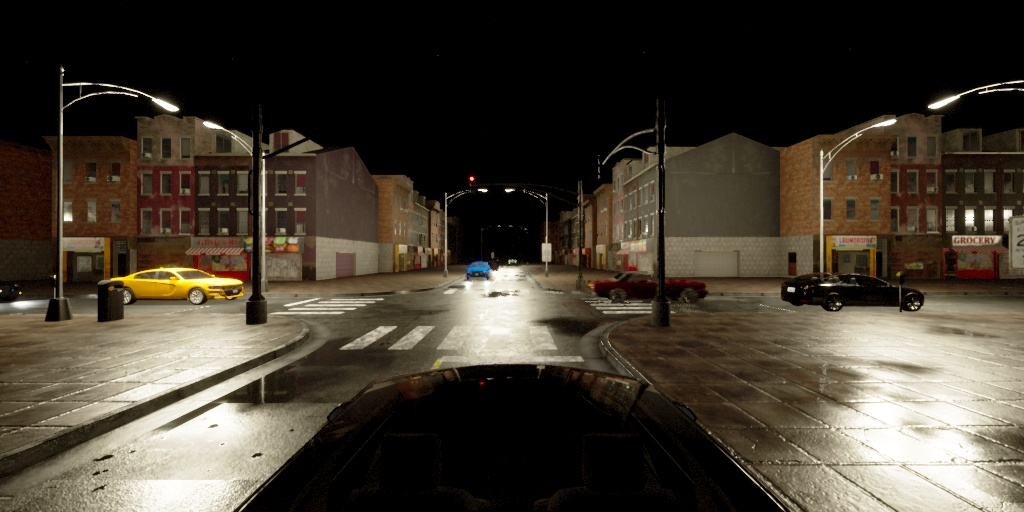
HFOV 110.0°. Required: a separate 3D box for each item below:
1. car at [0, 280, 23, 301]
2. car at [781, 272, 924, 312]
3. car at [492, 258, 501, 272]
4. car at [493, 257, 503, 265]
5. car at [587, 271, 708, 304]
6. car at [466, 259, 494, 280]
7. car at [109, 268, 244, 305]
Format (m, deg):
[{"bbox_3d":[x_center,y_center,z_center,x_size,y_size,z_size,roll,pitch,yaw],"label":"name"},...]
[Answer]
[{"bbox_3d":[-24.592,1.391,15.776,4.181,1.385,1.994,0,0,0],"label":"car"},{"bbox_3d":[12.358,1.267,13.195,4.313,1.339,1.948,0,0,0],"label":"car"},{"bbox_3d":[-2.825,1.340,46.941,1.994,1.385,4.181,0,0,0],"label":"car"},{"bbox_3d":[-2.728,0.909,62.434,1.837,1.490,4.892,0,0,0],"label":"car"},{"bbox_3d":[5.778,1.330,15.569,4.718,1.301,1.895,0,0,3],"label":"car"},{"bbox_3d":[-2.836,1.242,31.257,1.882,1.535,5.008,0,0,0],"label":"car"},{"bbox_3d":[-14.588,1.271,15.747,5.008,1.535,1.882,0,0,2],"label":"car"}]
